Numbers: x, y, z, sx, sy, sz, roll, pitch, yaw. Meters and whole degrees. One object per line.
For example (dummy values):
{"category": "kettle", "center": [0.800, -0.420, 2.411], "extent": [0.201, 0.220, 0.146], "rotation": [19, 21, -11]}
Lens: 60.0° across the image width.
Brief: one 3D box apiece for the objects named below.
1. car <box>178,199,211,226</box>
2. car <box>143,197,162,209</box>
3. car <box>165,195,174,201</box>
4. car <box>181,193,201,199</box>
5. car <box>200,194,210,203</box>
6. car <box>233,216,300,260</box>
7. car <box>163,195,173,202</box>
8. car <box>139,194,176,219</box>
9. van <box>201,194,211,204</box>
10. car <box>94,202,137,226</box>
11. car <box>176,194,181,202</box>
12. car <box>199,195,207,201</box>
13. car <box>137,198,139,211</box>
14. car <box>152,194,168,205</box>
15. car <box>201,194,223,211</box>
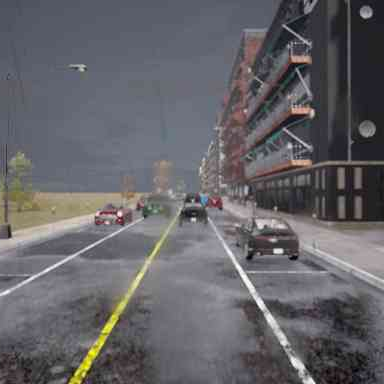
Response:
{"category": "car", "center": [0.104, 1.462, 22.756], "extent": [1.837, 1.490, 4.892], "rotation": [0, 0, 0]}
{"category": "car", "center": [-5.298, 1.471, 45.002], "extent": [2.008, 1.369, 4.403], "rotation": [1, 0, 0]}
{"category": "car", "center": [-5.292, 1.387, 78.049], "extent": [1.752, 1.417, 4.829], "rotation": [1, 0, 0]}
{"category": "car", "center": [0.109, 1.150, 40.696], "extent": [2.150, 2.045, 5.566], "rotation": [0, 0, 0]}
{"category": "car", "center": [2.587, 1.320, 67.555], "extent": [1.967, 1.590, 4.097], "rotation": [1, 0, 0]}
{"category": "car", "center": [2.576, 1.529, 12.106], "extent": [2.008, 1.369, 4.403], "rotation": [1, 0, 0]}
{"category": "car", "center": [-5.293, 1.416, 72.683], "extent": [1.887, 1.381, 4.507], "rotation": [1, 0, 0]}
{"category": "car", "center": [-2.845, 1.170, 28.593], "extent": [2.150, 2.045, 5.566], "rotation": [0, 0, 0]}
{"category": "van", "center": [2.587, 1.230, 62.010], "extent": [1.690, 1.788, 3.998], "rotation": [1, 0, 0]}
{"category": "car", "center": [-5.301, 1.399, 22.856], "extent": [1.967, 1.590, 4.097], "rotation": [1, 0, 0]}
{"category": "car", "center": [-2.738, 1.219, 69.715], "extent": [2.097, 1.767, 4.553], "rotation": [0, 0, 0]}
{"category": "car", "center": [2.588, 1.385, 78.815], "extent": [1.752, 1.417, 4.829], "rotation": [1, 0, 0]}
{"category": "car", "center": [-5.297, 1.245, 39.465], "extent": [2.192, 1.841, 5.009], "rotation": [1, 0, 0]}
{"category": "car", "center": [-5.294, 1.215, 56.074], "extent": [2.192, 1.841, 5.009], "rotation": [1, 0, 0]}
{"category": "car", "center": [2.584, 1.244, 39.830], "extent": [2.192, 1.841, 5.009], "rotation": [1, 0, 0]}
